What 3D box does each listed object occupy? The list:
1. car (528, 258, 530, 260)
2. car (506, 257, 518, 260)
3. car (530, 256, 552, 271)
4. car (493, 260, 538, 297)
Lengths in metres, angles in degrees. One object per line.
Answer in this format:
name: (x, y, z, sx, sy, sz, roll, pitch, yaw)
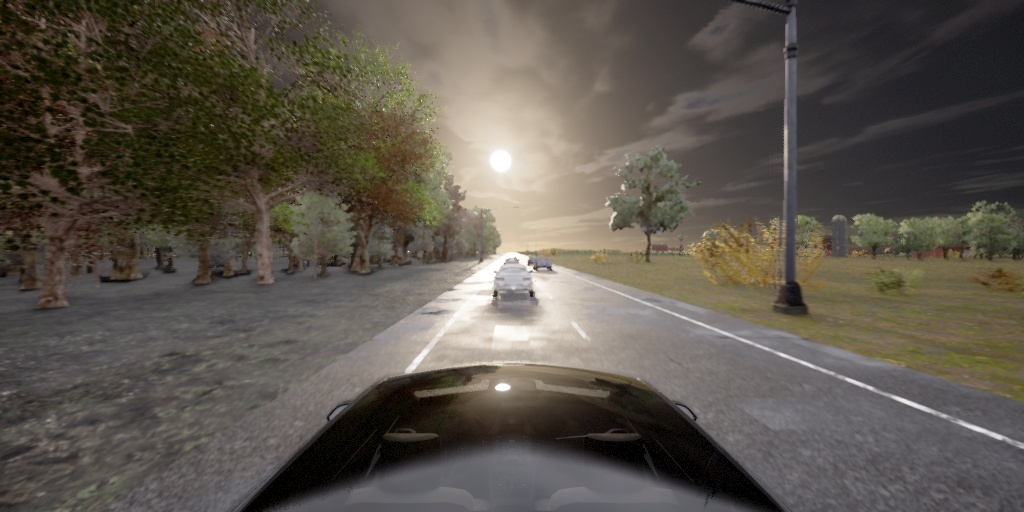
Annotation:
car: (3.392, 0.699, 54.768, 1.994, 1.385, 4.181, 0, 1, 0)
car: (-0.011, 0.845, 41.758, 2.033, 1.411, 5.357, 0, 1, 0)
car: (3.399, 0.853, 40.015, 2.033, 1.411, 5.357, 0, 1, 0)
car: (0.062, 1.101, 17.481, 1.812, 1.442, 4.674, 0, 0, 0)
